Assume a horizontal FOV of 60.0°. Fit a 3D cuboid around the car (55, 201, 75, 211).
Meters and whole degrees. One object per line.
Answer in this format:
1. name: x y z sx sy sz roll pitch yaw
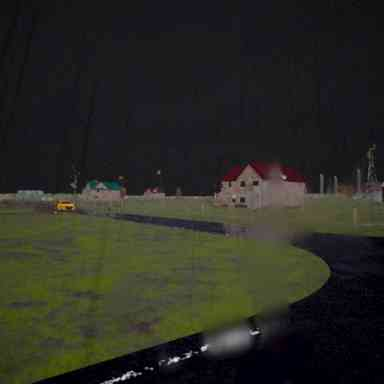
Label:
1. car: -19.053 2.052 49.739 1.882 1.535 5.008 2 -2 -36
